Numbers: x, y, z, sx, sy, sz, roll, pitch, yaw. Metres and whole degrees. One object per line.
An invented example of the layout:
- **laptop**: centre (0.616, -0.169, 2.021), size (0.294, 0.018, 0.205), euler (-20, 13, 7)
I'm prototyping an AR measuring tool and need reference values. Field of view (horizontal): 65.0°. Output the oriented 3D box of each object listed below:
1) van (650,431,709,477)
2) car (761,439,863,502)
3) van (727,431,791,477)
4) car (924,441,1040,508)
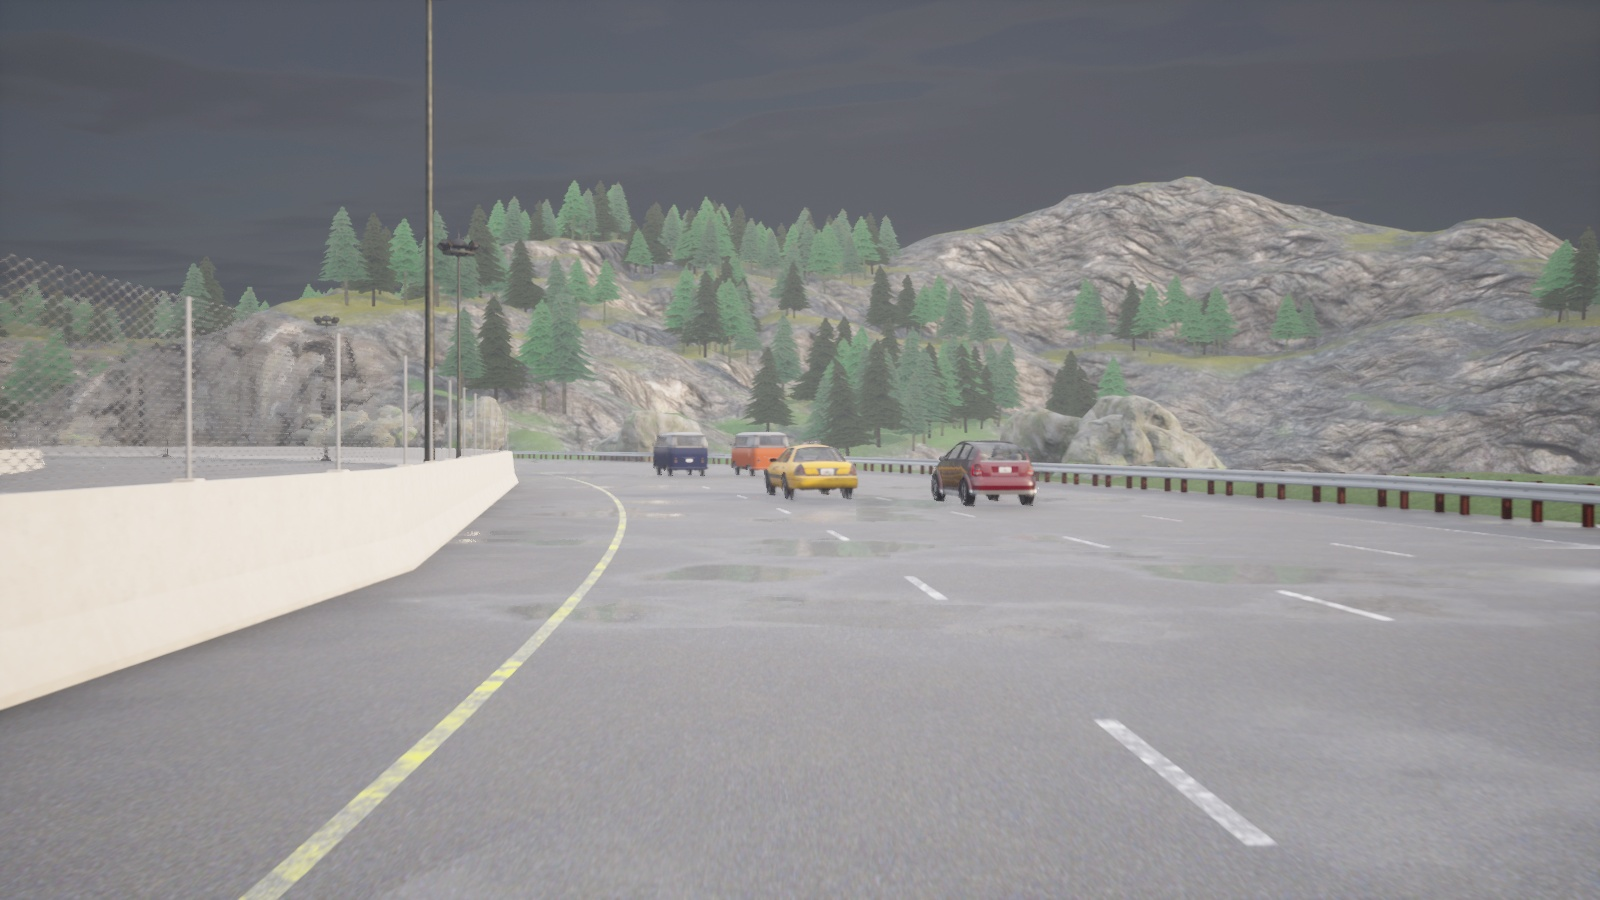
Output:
- **van**: centre (-5.509, 0.174, 56.878), size (1.775, 1.987, 4.442), euler (0, 0, -18)
- **car**: centre (0.226, 0.492, 34.380), size (1.801, 1.575, 5.366), euler (0, 0, -11)
- **van**: centre (-1.907, 0.176, 57.100), size (1.775, 1.987, 4.442), euler (0, 0, -17)
- **car**: centre (4.400, 0.554, 30.901), size (1.789, 1.549, 3.705), euler (0, 0, -10)
